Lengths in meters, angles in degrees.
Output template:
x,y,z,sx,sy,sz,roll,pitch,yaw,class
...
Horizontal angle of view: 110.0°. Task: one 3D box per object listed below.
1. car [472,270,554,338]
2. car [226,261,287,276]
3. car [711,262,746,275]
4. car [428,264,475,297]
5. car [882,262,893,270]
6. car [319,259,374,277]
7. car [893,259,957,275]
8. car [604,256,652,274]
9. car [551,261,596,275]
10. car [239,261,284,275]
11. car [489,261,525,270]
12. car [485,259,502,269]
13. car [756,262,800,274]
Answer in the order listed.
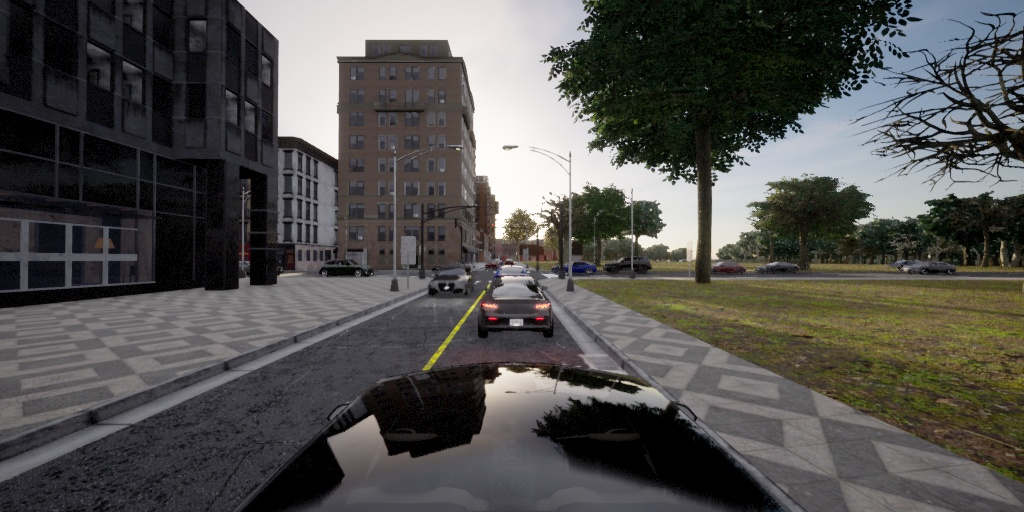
x,y,z,sx,sy,sz,roll,pitch,yaw,class
0.076,1.280,10.123,1.812,1.442,4.674,0,0,-1,car
-25.882,1.266,36.469,4.892,1.490,1.837,0,-1,0,car
23.617,1.353,40.161,4.674,1.442,1.812,0,-1,0,car
-3.109,1.327,19.060,1.994,1.385,4.181,0,0,0,car
47.800,1.044,43.434,4.674,1.442,1.812,0,-1,0,car
-15.246,1.074,33.272,4.553,1.767,2.097,0,-1,0,car
46.629,1.360,40.187,4.902,1.511,2.128,0,-1,0,car
13.975,1.069,43.369,5.566,2.045,2.150,-1,-1,0,car
6.791,1.283,39.751,5.008,1.535,1.882,0,-1,-6,car
-24.383,1.216,33.226,4.902,1.511,2.128,0,-1,0,car
-0.015,1.241,19.512,1.882,1.535,5.008,0,0,0,car
-3.084,1.429,56.196,1.895,1.301,4.718,0,0,1,car
32.160,1.401,43.446,4.674,1.442,1.812,0,-1,0,car
